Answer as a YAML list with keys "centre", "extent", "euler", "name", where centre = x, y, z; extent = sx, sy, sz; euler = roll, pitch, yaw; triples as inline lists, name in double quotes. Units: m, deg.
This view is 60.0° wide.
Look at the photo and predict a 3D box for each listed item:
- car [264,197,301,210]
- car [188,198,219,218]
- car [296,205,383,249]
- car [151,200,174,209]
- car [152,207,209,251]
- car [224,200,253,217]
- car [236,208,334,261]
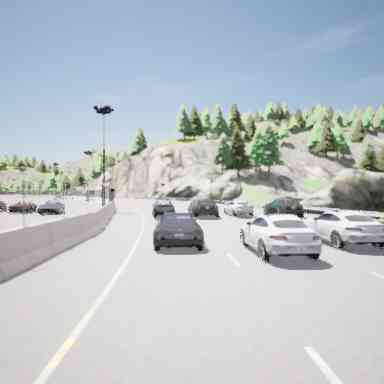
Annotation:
- centre: [8.066, 1.320, 29.645]
  extent: [2.097, 1.767, 4.553]
  euler: [0, 0, -9]
  name: "car"
- centre: [0.947, 1.334, 29.826]
  extent: [2.097, 1.767, 4.553]
  euler: [0, 0, -9]
  name: "car"
- centre: [6.394, 1.505, 14.293]
  extent: [1.812, 1.442, 4.674]
  euler: [0, 0, -5]
  name: "car"
- centre: [-2.644, 1.481, 30.160]
  extent: [2.128, 1.511, 4.902]
  euler: [0, 0, -9]
  name: "car"
- centre: [-0.630, 1.558, 14.234]
  extent: [1.994, 1.385, 4.181]
  euler: [0, 0, -5]
  name: "car"
- centre: [4.309, 1.501, 31.030]
  extent: [1.812, 1.442, 4.674]
  euler: [0, 0, -9]
  name: "car"
- centre: [3.064, 1.513, 12.101]
  extent: [1.812, 1.442, 4.674]
  euler: [0, 0, -4]
  name: "car"
